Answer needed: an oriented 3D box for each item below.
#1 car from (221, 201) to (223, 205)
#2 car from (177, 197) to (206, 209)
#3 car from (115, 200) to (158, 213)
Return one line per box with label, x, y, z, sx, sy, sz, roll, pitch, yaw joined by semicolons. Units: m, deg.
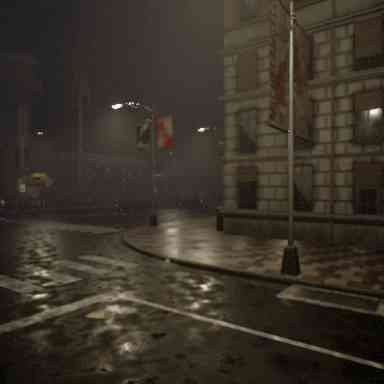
car;6.533;1.411;51.573;4.674;1.442;1.812;0;0;-45
car;-0.047;1.373;43.787;2.128;1.511;4.902;0;0;37
car;-5.947;1.482;35.856;1.895;1.301;4.718;0;0;36
